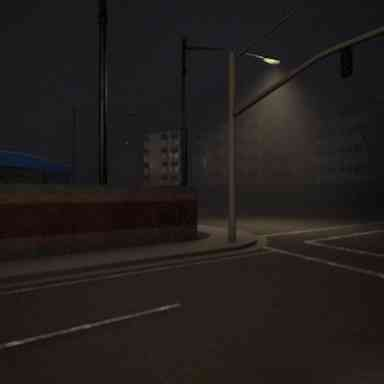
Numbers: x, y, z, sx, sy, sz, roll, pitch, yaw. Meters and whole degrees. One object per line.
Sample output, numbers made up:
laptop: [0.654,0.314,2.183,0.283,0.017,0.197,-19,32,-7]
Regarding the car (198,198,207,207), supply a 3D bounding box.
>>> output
car: [0.194,1.545,50.075,4.181,1.385,1.994,0,0,39]
